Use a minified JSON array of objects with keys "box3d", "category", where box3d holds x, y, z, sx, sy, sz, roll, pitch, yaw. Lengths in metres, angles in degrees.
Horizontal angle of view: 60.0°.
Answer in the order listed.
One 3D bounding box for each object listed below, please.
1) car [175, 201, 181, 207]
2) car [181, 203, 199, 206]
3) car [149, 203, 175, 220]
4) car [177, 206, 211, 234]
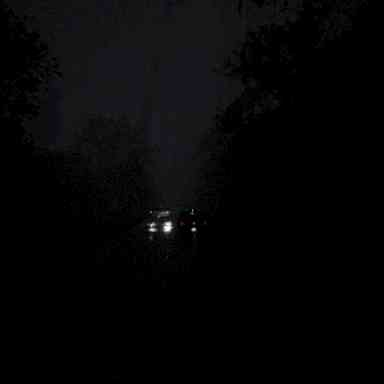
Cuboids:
[{"box3d":[-3.043,2.736,71.798,2.033,1.411,5.357,0,-2,-1],"category":"car"},{"box3d":[0.042,1.960,36.598,1.895,1.301,4.718,0,-1,0],"category":"car"},{"box3d":[-2.889,1.879,31.269,1.895,1.301,4.718,0,-1,0],"category":"car"},{"box3d":[0.092,1.767,20.345,1.895,1.301,4.718,0,0,0],"category":"car"}]
